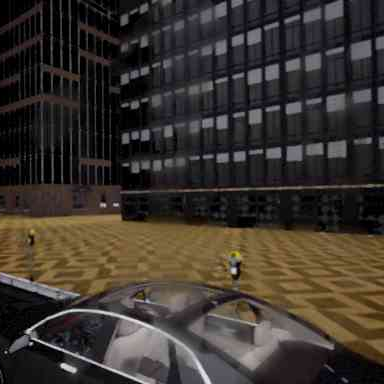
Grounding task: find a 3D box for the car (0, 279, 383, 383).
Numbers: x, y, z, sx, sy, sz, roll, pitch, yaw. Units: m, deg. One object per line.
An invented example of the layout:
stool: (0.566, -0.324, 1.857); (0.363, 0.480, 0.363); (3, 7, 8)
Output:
car: (-0.486, 1.581, 3.238); (4.403, 1.369, 2.008); (-1, -1, 36)
